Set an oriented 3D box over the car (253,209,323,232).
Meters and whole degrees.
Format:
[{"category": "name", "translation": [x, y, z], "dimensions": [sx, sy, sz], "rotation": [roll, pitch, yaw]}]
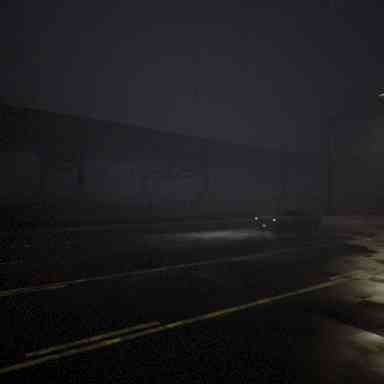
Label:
[{"category": "car", "translation": [6.169, 1.739, 21.270], "dimensions": [4.718, 1.301, 1.895], "rotation": [1, 0, -35]}]
